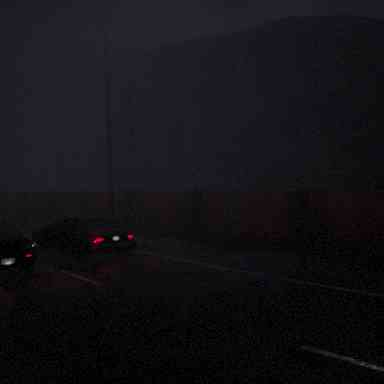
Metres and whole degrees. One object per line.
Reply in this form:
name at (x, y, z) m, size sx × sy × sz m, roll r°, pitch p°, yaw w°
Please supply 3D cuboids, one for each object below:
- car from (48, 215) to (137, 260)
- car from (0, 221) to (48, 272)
car at (-4.333, 1.604, 12.803) m, size 5.357 × 1.411 × 2.033 m, roll 0°, pitch 0°, yaw 44°
car at (-6.278, 1.571, 9.902) m, size 4.674 × 1.442 × 1.812 m, roll 0°, pitch 0°, yaw 43°
